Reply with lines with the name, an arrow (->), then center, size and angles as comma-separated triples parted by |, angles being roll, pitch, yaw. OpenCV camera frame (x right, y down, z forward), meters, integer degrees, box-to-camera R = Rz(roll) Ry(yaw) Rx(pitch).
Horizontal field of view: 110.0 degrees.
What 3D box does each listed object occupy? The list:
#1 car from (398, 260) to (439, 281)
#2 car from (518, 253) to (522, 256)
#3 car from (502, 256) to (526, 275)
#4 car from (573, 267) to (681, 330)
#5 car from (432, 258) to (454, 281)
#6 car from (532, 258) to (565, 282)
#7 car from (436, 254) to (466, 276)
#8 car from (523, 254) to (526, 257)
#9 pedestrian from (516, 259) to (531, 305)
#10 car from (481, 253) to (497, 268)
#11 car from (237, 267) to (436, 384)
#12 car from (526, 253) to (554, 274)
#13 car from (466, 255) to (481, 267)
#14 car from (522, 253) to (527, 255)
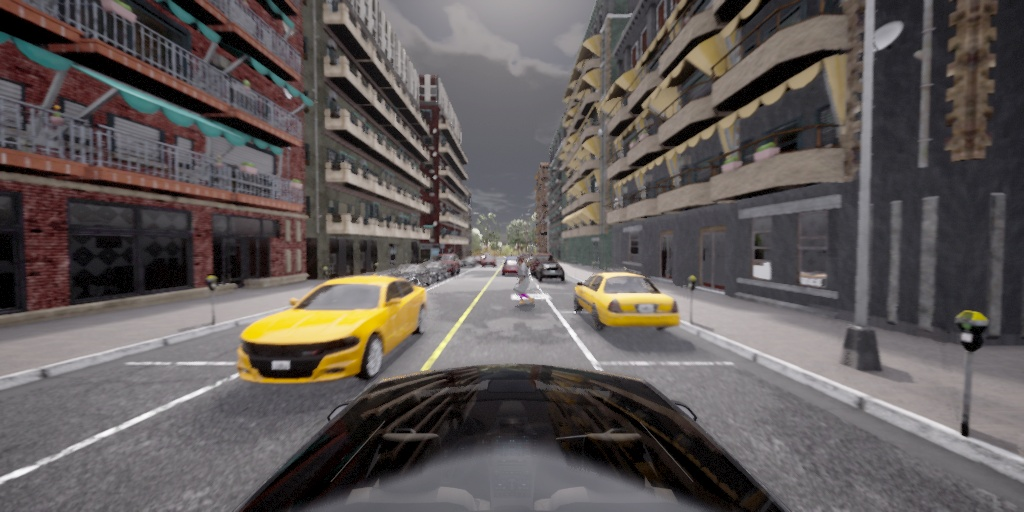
car -> -5.691, 1.096, 20.110 | 2.007, 1.370, 4.403 | 0, 0, 0
car -> 0.056, 0.707, 48.446 | 1.882, 1.535, 5.008 | 0, 1, 0
car -> 0.076, 0.973, 32.361 | 1.994, 1.385, 4.181 | 0, 1, 0
car -> 3.000, 1.108, 10.575 | 1.801, 1.575, 5.366 | 0, 1, 0
car -> -5.691, 1.034, 25.633 | 2.007, 1.370, 4.403 | 0, 0, 0
car -> 2.690, 1.050, 25.682 | 1.948, 1.339, 4.313 | 0, 0, 0
car -> -5.691, 0.737, 31.157 | 2.192, 1.841, 5.009 | 0, 0, 0
car -> 2.689, 0.763, 47.947 | 1.751, 1.417, 4.829 | 0, 0, 0
pedestrian -> 0.429, 0.913, 13.549 | 0.375, 1.860, 0.375 | -1, 2, 0
car -> -3.068, 0.710, 48.244 | 1.882, 1.535, 5.008 | 0, 1, 0
car -> -3.097, 1.165, 7.306 | 1.882, 1.535, 5.008 | 0, 1, 0
car -> 2.690, 0.737, 31.205 | 2.192, 1.841, 5.009 | 0, 0, 0
car -> -5.692, 0.788, 47.728 | 2.007, 1.370, 4.403 | 0, 0, 0
car -> 2.689, 0.429, 58.825 | 2.192, 1.841, 5.009 | 0, 0, 0
